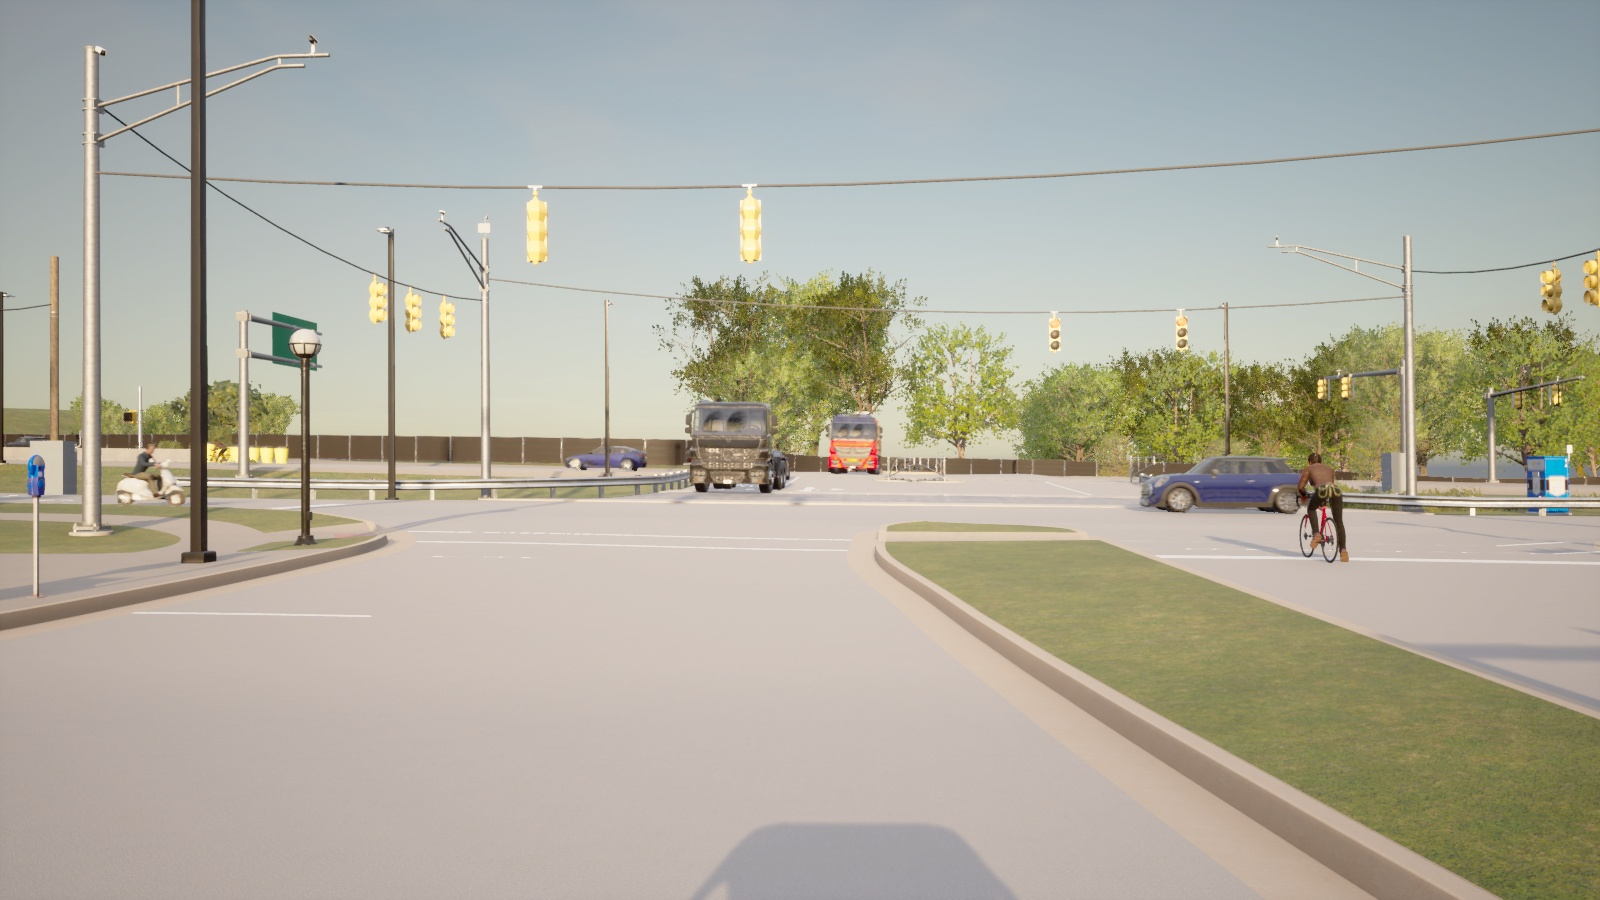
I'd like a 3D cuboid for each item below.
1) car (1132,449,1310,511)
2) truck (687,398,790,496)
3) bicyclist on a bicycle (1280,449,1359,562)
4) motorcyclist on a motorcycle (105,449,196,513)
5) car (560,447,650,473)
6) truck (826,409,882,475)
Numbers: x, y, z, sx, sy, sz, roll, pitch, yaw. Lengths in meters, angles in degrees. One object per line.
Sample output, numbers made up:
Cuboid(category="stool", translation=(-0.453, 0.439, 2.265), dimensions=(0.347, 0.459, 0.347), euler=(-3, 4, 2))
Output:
Cuboid(category="car", translation=(12.256, 0.865, 36.794), dimensions=(4.553, 1.767, 2.097), euler=(0, -1, 4))
Cuboid(category="truck", translation=(-2.240, -0.133, 48.801), dimensions=(2.891, 3.462, 7.936), euler=(0, 0, 5))
Cuboid(category="bicyclist on a bicycle", translation=(7.829, 0.809, 18.989), dimensions=(0.582, 1.620, 1.656), euler=(0, 0, 4))
Cuboid(category="motorcyclist on a motorcycle", translation=(-16.316, 0.775, 31.581), dimensions=(1.817, 1.590, 0.866), euler=(0, -1, 3))
Cuboid(category="car", translation=(-11.275, 0.575, 72.956), dimensions=(4.792, 1.488, 2.163), euler=(0, -1, 4))
Cuboid(category="truck", translation=(3.426, -0.439, 77.698), dimensions=(2.891, 3.827, 8.468), euler=(1, -1, 6))
